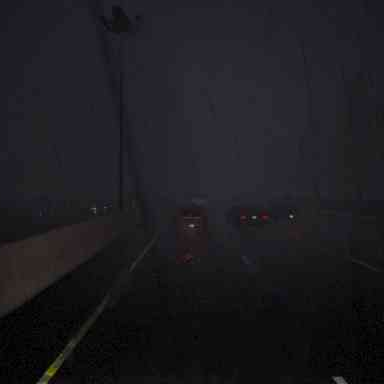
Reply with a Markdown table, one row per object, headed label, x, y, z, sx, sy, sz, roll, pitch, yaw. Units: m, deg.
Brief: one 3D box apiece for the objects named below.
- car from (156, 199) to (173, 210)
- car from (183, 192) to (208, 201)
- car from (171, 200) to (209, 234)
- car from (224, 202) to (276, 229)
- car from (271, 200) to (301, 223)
| label | x | y | z | sx | sy | sz | roll | pitch | yaw |
| --- | --- | --- | --- | --- | --- | --- | --- | --- | --- |
| car | -3.140 | 1.439 | 39.655 | 1.895 | 1.301 | 4.718 | 0 | 0 | -14 |
| car | 0.357 | 1.059 | 40.052 | 2.150 | 2.045 | 5.566 | 0 | 0 | -14 |
| car | -0.103 | 1.427 | 18.840 | 1.837 | 1.490 | 4.892 | 0 | 0 | -2 |
| car | 3.305 | 1.461 | 21.020 | 2.033 | 1.411 | 5.357 | 0 | 0 | -4 |
| car | 6.465 | 1.402 | 24.725 | 1.837 | 1.490 | 4.892 | 0 | 0 | -5 |
